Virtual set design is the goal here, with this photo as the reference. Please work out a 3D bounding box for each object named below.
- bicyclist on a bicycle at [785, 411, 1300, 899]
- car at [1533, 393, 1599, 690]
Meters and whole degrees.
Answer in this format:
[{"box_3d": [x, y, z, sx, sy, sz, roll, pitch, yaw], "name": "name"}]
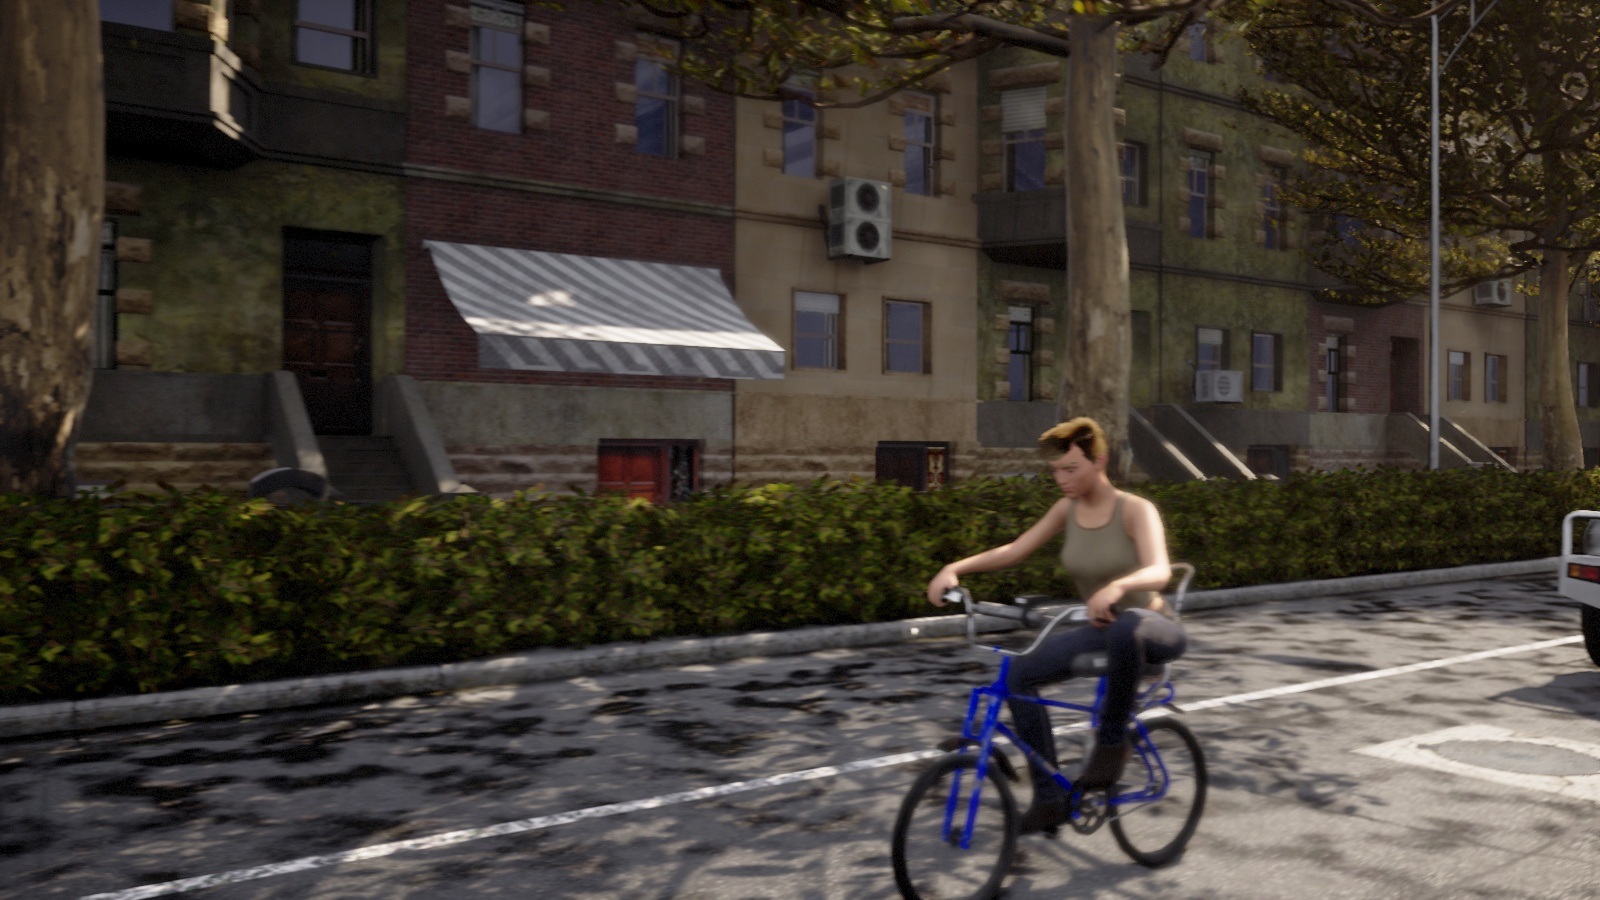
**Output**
[{"box_3d": [0.830, 0.691, 4.227, 1.509, 1.612, 0.866, -1, 0, -34], "name": "bicyclist on a bicycle"}, {"box_3d": [7.205, 0.568, 8.673, 4.605, 1.855, 1.932, 0, 0, -35], "name": "car"}]
